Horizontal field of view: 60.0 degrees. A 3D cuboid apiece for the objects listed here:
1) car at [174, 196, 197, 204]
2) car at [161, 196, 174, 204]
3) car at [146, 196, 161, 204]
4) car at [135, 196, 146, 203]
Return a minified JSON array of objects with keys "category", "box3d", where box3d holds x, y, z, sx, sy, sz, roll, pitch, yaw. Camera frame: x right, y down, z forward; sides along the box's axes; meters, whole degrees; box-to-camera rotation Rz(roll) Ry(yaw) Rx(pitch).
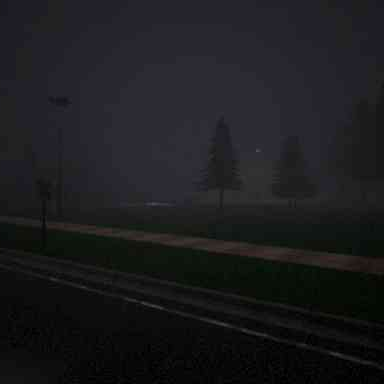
[{"category":"car","box3d":[-0.497,1.502,63.146,2.128,1.511,4.902,0,0,35]},{"category":"car","box3d":[-3.366,1.615,65.107,1.895,1.301,4.718,0,0,35]},{"category":"car","box3d":[-6.549,1.570,66.651,1.994,1.385,4.181,0,0,35]},{"category":"car","box3d":[-9.588,1.535,68.396,1.812,1.442,4.674,0,0,35]}]
